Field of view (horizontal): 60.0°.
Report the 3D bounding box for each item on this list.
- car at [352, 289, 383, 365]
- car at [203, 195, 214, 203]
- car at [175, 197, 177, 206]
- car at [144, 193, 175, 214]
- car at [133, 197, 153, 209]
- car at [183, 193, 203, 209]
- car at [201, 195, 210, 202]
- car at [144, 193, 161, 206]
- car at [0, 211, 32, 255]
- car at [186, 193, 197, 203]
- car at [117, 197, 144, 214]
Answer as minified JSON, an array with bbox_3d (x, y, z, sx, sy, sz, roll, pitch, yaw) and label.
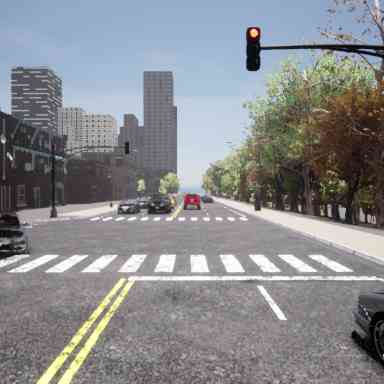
[{"bbox_3d":[3.345,1.547,2.563,2.033,1.411,5.357,0,0,0],"label":"car"},{"bbox_3d":[3.223,1.539,65.880,1.994,1.385,4.181,0,0,0],"label":"car"},{"bbox_3d":[-3.425,1.462,45.898,1.882,1.535,5.008,0,0,0],"label":"car"},{"bbox_3d":[-3.421,1.210,35.900,2.150,2.045,5.566,0,0,1],"label":"car"},{"bbox_3d":[-6.675,1.476,45.974,2.128,1.511,4.902,0,0,0],"label":"car"},{"bbox_3d":[0.013,1.203,45.489,2.150,2.045,5.566,0,0,0],"label":"car"},{"bbox_3d":[3.103,1.447,75.908,1.882,1.535,5.008,0,0,0],"label":"car"},{"bbox_3d":[-6.694,1.201,56.663,2.150,2.045,5.566,0,0,1],"label":"car"},{"bbox_3d":[-7.459,1.506,12.773,1.837,1.490,4.892,3,-2,-31],"label":"car"},{"bbox_3d":[-0.036,1.199,67.728,2.150,2.045,5.566,0,0,0],"label":"car"},{"bbox_3d":[-6.661,1.480,35.573,2.128,1.511,4.902,0,0,0],"label":"car"}]
